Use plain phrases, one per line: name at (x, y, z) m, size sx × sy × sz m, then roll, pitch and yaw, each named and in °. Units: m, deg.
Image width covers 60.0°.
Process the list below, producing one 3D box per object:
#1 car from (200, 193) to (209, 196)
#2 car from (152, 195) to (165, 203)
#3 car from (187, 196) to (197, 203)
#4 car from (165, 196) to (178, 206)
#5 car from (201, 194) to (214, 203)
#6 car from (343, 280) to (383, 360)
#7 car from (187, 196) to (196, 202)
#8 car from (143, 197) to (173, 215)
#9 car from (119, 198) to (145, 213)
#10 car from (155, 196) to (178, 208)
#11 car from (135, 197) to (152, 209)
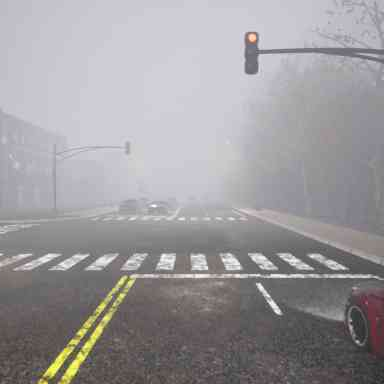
car at (3.113, 1.194, 76.267) m, size 2.150 × 2.045 × 5.566 m, roll 0°, pitch 0°, yaw 0°
car at (-6.635, 1.470, 66.970) m, size 2.128 × 1.511 × 4.902 m, roll 0°, pitch 0°, yaw 0°
car at (-0.021, 1.452, 66.960) m, size 1.882 × 1.535 × 5.008 m, roll 0°, pitch 0°, yaw 0°
car at (-3.440, 1.457, 56.265) m, size 1.882 × 1.535 × 5.008 m, roll 0°, pitch 0°, yaw 0°
car at (3.226, 1.576, 66.084) m, size 1.895 × 1.301 × 4.718 m, roll 0°, pitch 0°, yaw 0°
car at (3.346, 1.563, 3.502) m, size 1.994 × 1.385 × 4.181 m, roll 0°, pitch 0°, yaw 0°
car at (-0.140, 1.564, 77.243) m, size 1.895 × 1.301 × 4.718 m, roll 0°, pitch 0°, yaw 0°
car at (-3.414, 1.537, 34.425) m, size 2.033 × 1.411 × 5.357 m, roll 0°, pitch 0°, yaw 0°
car at (-6.668, 1.466, 36.335) m, size 1.882 × 1.535 × 5.008 m, roll 0°, pitch 0°, yaw 0°
car at (-3.427, 1.477, 44.037) m, size 2.128 × 1.511 × 4.902 m, roll 0°, pitch 0°, yaw 0°
car at (-6.685, 1.510, 46.216) m, size 1.812 × 1.442 × 4.674 m, roll 0°, pitch 0°, yaw 0°
